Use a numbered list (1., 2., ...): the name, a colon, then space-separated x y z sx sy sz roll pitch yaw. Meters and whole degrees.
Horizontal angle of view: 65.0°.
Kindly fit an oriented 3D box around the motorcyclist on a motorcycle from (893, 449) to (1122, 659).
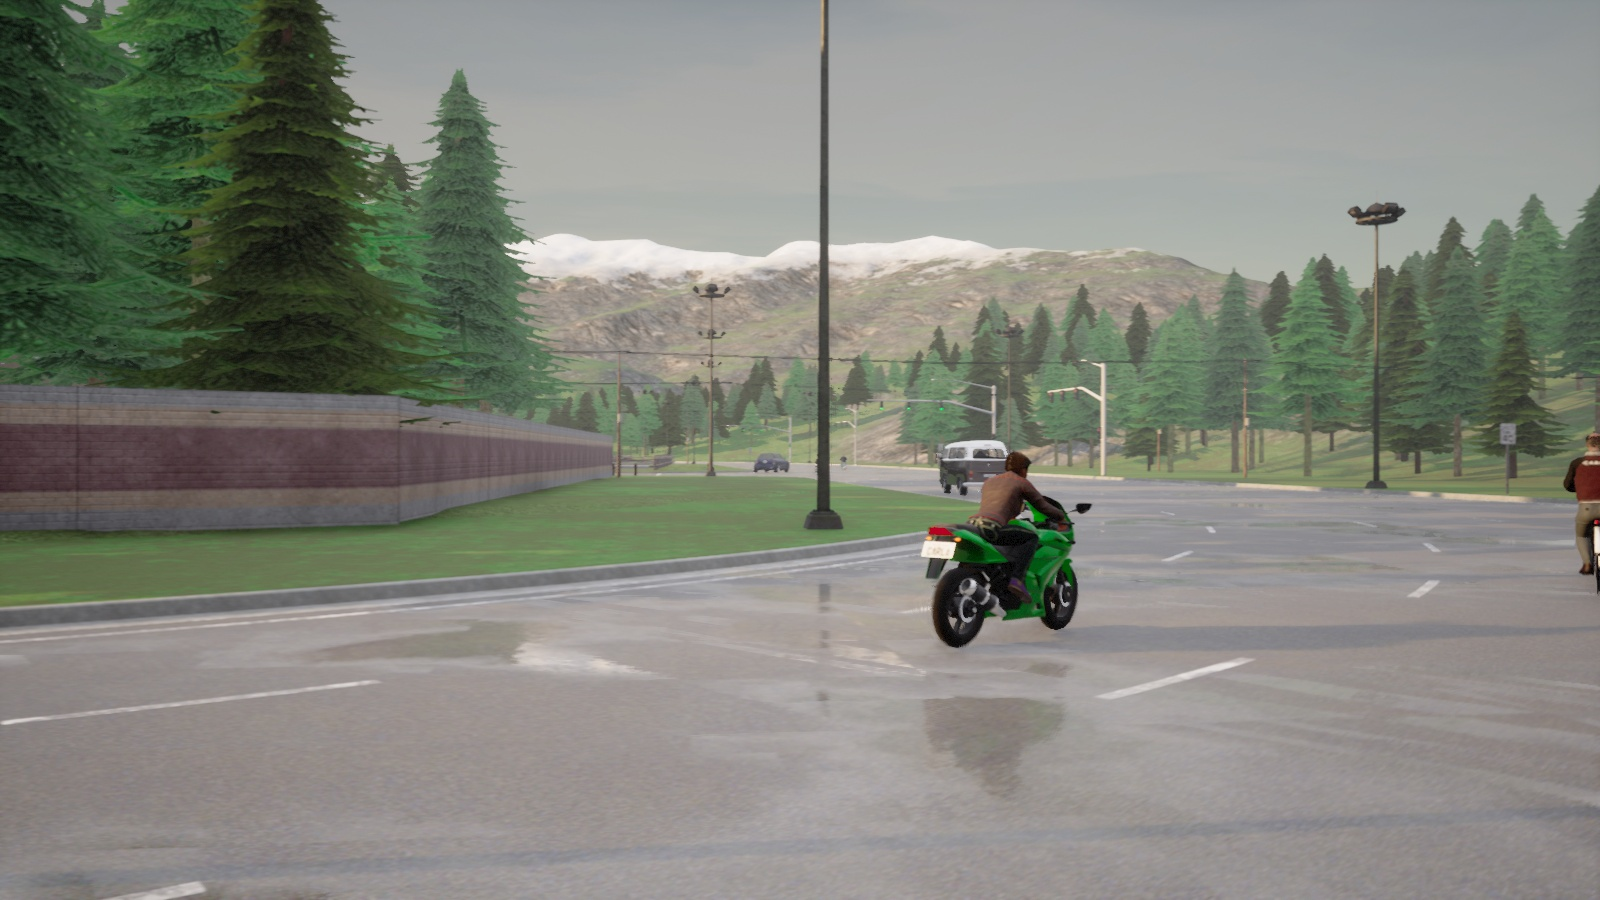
1. motorcyclist on a motorcycle: 1.716 0.766 10.138 0.797 1.523 2.044 -1 -1 44

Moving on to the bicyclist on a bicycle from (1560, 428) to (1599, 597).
1. bicyclist on a bicycle: 8.910 0.659 14.039 0.659 1.776 1.843 -1 0 32

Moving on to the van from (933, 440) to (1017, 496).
1. van: 6.581 0.653 47.649 2.069 2.038 4.480 0 0 -7
